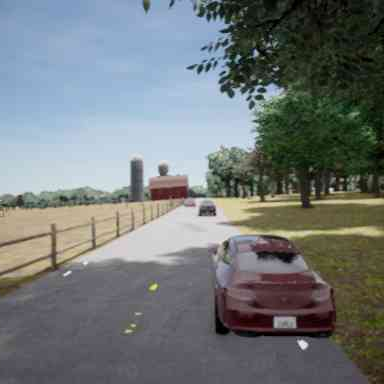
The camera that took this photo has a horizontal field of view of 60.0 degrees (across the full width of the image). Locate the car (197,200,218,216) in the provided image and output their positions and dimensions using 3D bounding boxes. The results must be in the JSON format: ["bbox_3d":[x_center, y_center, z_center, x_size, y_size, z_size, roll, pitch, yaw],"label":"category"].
[{"bbox_3d":[1.669,1.751,35.713,1.837,1.490,4.892,0,0,3],"label":"car"}]

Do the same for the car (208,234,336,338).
[{"bbox_3d":[1.327,1.582,6.707,1.812,1.442,4.674,0,-1,2],"label":"car"}]

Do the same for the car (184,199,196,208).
[{"bbox_3d":[-0.348,1.840,54.877,1.812,1.442,4.674,0,0,2],"label":"car"}]

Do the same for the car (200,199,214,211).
[{"bbox_3d":[2.061,1.799,45.765,1.812,1.442,4.674,0,0,3],"label":"car"}]
